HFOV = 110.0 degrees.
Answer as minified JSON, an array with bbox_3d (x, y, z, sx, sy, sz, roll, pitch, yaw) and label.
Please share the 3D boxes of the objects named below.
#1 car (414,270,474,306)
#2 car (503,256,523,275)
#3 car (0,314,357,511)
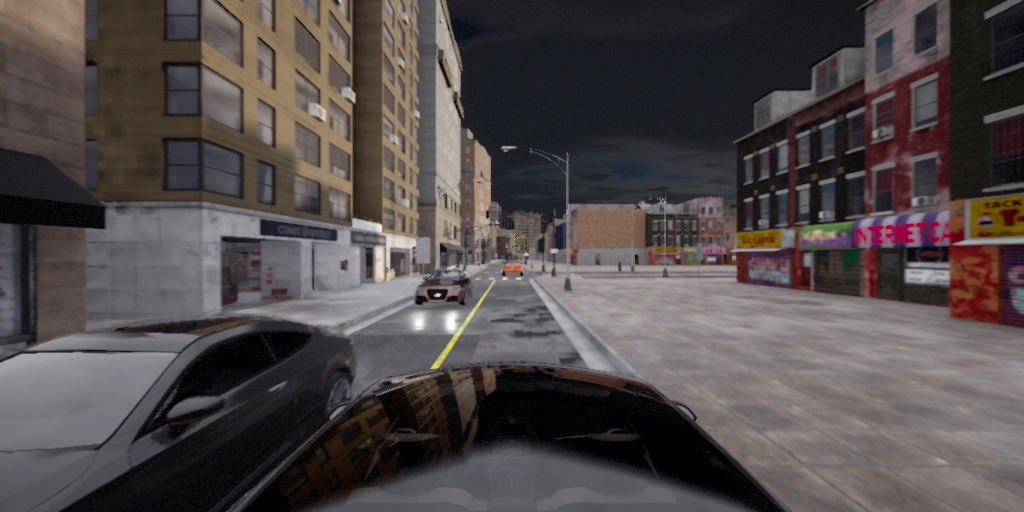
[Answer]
[{"bbox_3d":[-2.832,1.309,15.701,1.994,1.385,4.181,0,0,1],"label":"car"},{"bbox_3d":[0.080,1.093,38.484,2.097,1.767,4.553,0,0,0],"label":"car"},{"bbox_3d":[-2.848,1.276,2.764,1.812,1.442,4.674,0,0,0],"label":"car"}]
